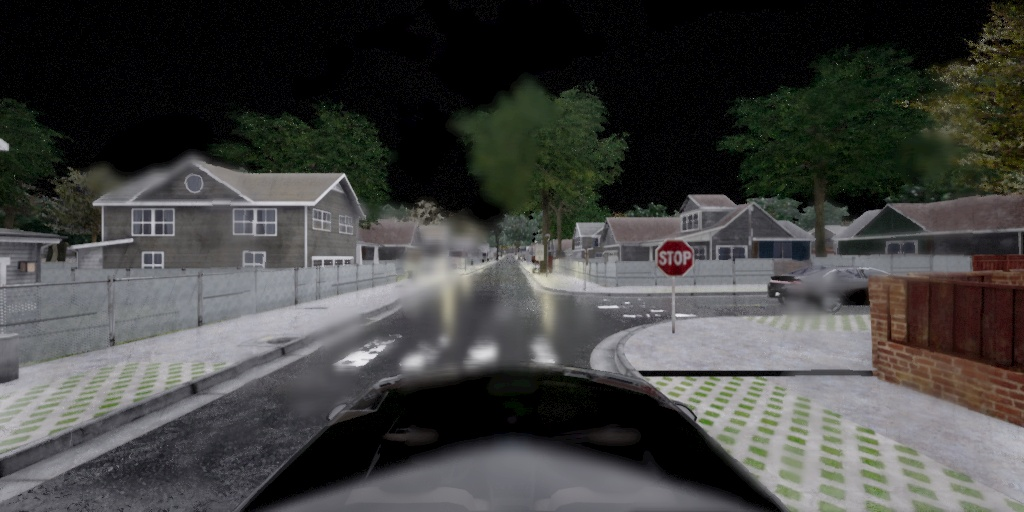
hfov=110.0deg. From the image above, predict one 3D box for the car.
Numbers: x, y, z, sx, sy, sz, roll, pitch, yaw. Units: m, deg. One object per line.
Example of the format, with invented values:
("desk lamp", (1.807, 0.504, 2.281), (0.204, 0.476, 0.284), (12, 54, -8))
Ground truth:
("car", (11.457, 1.066, 12.198), (4.902, 1.511, 2.128), (-1, 0, -1))
